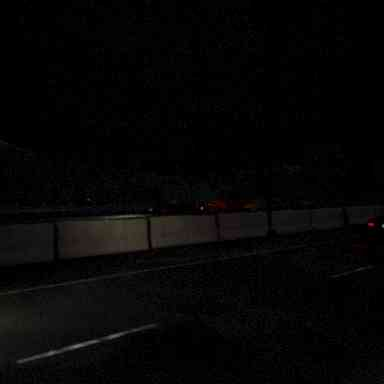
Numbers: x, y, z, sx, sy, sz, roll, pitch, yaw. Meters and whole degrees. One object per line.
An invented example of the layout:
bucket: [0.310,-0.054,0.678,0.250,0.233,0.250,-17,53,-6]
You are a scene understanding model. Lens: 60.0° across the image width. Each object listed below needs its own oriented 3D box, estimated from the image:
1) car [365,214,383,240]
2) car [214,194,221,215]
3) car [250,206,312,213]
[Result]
car: [10.023,1.454,15.195,5.357,1.411,2.033,0,0,-36]
car: [3.159,1.119,32.039,5.566,2.045,2.150,0,0,-35]
car: [7.459,1.445,26.509,5.357,1.411,2.033,0,0,-35]
